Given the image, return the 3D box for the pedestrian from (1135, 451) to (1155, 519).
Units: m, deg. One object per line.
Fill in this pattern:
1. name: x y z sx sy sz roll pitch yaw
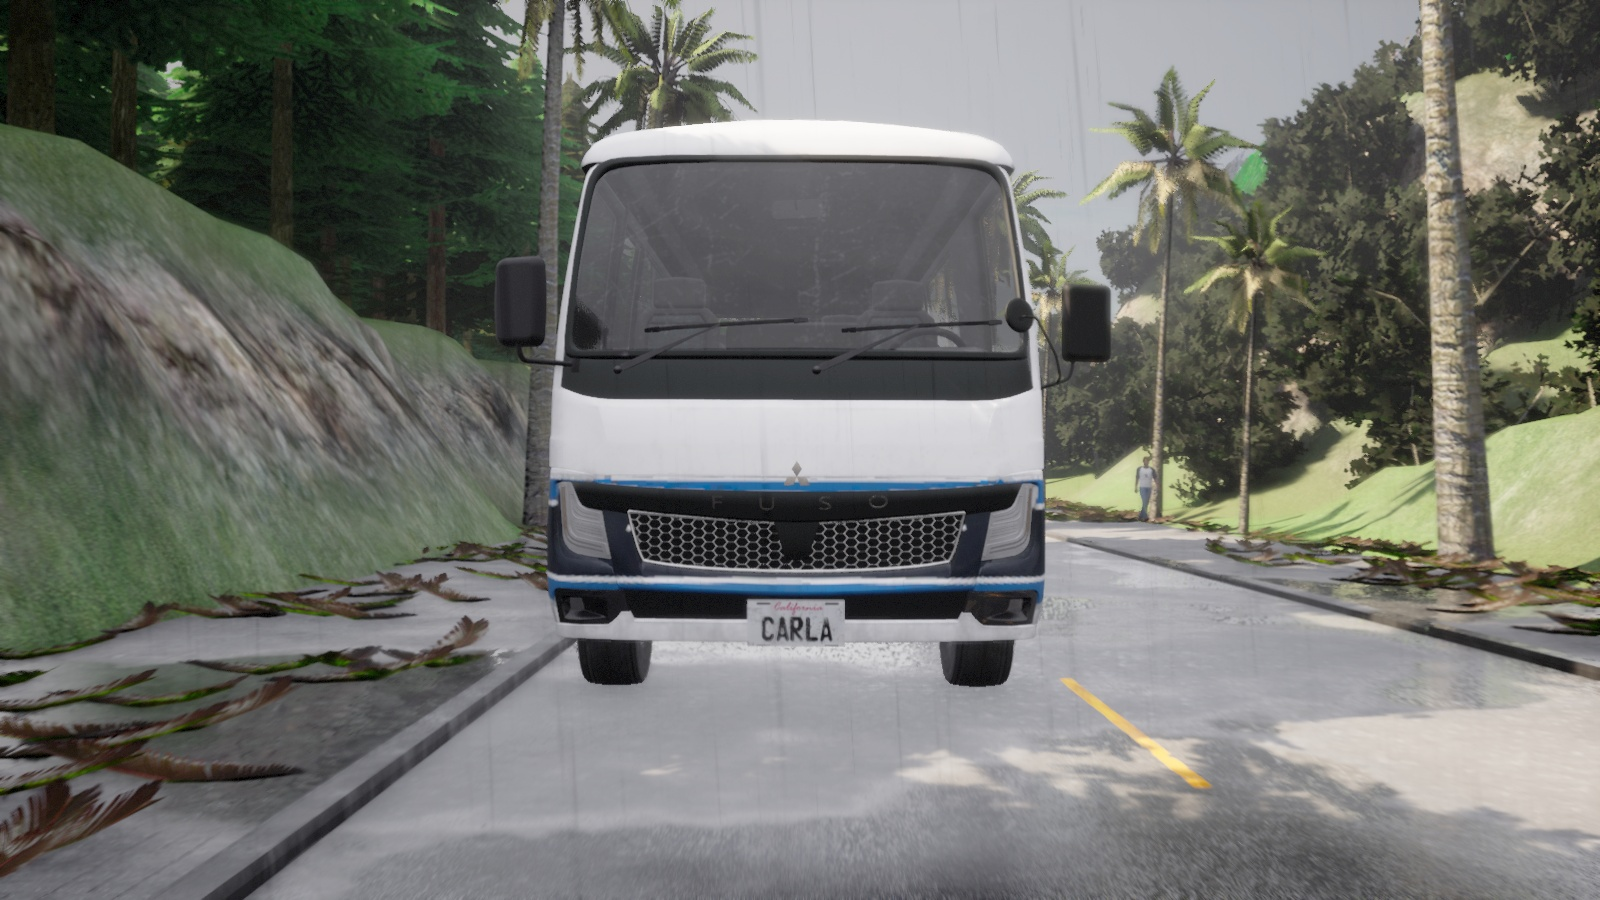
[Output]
1. pedestrian: 9.407 0.944 34.260 0.354 1.836 0.706 0 -1 0

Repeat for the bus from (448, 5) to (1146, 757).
1. bus: -0.032 -0.357 12.264 3.944 4.253 10.273 0 0 0
